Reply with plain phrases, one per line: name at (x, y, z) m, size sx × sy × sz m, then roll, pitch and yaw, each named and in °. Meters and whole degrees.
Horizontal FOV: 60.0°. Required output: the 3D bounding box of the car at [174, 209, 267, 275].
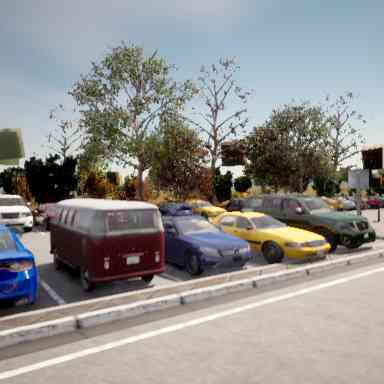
car at (-0.185, 1.469, 10.468) m, size 2.002 × 1.452 × 4.674 m, roll 0°, pitch 0°, yaw -36°

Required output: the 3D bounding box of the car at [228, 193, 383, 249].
car at (4.392, 1.164, 13.705) m, size 2.435 × 2.045 × 5.566 m, roll 0°, pitch 0°, yaw -36°

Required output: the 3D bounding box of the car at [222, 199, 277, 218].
car at (5.106, 1.418, 30.296) m, size 2.163 × 1.488 × 4.792 m, roll 0°, pitch 0°, yaw -36°

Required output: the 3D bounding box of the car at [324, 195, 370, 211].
car at (18.615, 1.226, 40.034) m, size 2.185 × 1.767 × 4.553 m, roll 0°, pitch 0°, yaw -36°

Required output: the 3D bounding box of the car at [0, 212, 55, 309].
car at (-4.741, 1.442, 7.200) m, size 2.097 × 1.535 × 5.008 m, roll 0°, pitch 0°, yaw -36°

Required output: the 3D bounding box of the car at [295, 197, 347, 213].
car at (14.122, 1.363, 36.775) m, size 2.097 × 1.535 × 5.008 m, roll 0°, pitch 0°, yaw -36°

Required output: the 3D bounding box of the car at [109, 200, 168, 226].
car at (-3.945, 1.415, 23.865) m, size 2.231 × 1.521 × 4.892 m, roll 0°, pitch 0°, yaw -36°

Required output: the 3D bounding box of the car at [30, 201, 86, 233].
car at (-8.459, 1.427, 20.634) m, size 2.097 × 1.535 × 5.008 m, roll 0°, pitch 0°, yaw -36°

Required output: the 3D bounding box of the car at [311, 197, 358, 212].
car at (16.377, 1.397, 38.392) m, size 2.002 × 1.452 × 4.674 m, roll 0°, pitch 0°, yaw -36°

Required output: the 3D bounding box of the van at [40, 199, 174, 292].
van at (-2.532, 1.210, 8.930) m, size 1.878 × 1.987 × 4.442 m, roll 0°, pitch 0°, yaw -36°

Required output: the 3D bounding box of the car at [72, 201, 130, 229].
car at (-6.202, 1.420, 22.249) m, size 2.097 × 1.535 × 5.008 m, roll 0°, pitch 0°, yaw -36°

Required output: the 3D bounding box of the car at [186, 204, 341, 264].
car at (2.204, 1.419, 11.946) m, size 1.946 × 1.575 × 5.366 m, roll 0°, pitch 0°, yaw -36°

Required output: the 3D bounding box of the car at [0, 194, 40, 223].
car at (-10.698, 1.182, 18.991) m, size 2.435 × 2.045 × 5.566 m, roll 0°, pitch 0°, yaw -36°

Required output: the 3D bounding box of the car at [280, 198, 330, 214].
car at (11.862, 1.409, 35.160) m, size 2.002 × 1.452 × 4.674 m, roll 0°, pitch 0°, yaw -36°

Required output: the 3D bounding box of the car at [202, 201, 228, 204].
car at (0.681, 1.398, 26.938) m, size 1.946 × 1.575 × 5.366 m, roll 0°, pitch 0°, yaw -36°

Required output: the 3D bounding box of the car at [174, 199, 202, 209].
car at (-1.701, 1.437, 25.498) m, size 2.163 × 1.488 × 4.792 m, roll 0°, pitch 0°, yaw -36°

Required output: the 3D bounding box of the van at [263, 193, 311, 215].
van at (9.535, 1.149, 33.643) m, size 1.878 × 1.987 × 4.442 m, roll 0°, pitch 0°, yaw -36°
